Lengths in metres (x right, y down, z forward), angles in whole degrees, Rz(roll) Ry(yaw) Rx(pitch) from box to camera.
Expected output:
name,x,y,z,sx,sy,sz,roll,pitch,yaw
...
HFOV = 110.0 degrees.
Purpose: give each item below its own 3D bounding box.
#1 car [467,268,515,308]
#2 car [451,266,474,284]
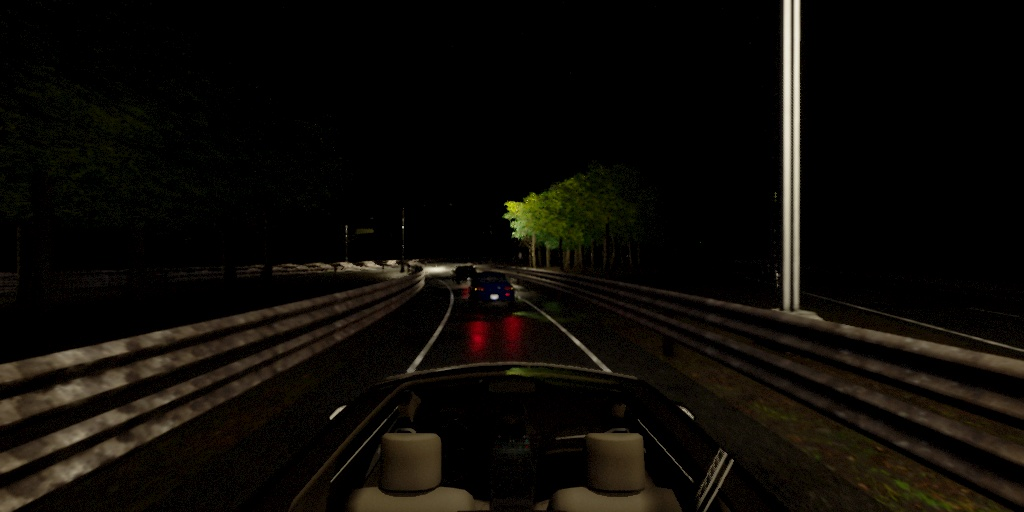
name,x,y,z,sx,sy,sz,roll,pitch,yaw
car,-0.974,1.434,16.217,1.812,1.442,4.674,0,0,-7
car,-4.062,1.585,30.967,1.837,1.490,4.892,0,0,-16
